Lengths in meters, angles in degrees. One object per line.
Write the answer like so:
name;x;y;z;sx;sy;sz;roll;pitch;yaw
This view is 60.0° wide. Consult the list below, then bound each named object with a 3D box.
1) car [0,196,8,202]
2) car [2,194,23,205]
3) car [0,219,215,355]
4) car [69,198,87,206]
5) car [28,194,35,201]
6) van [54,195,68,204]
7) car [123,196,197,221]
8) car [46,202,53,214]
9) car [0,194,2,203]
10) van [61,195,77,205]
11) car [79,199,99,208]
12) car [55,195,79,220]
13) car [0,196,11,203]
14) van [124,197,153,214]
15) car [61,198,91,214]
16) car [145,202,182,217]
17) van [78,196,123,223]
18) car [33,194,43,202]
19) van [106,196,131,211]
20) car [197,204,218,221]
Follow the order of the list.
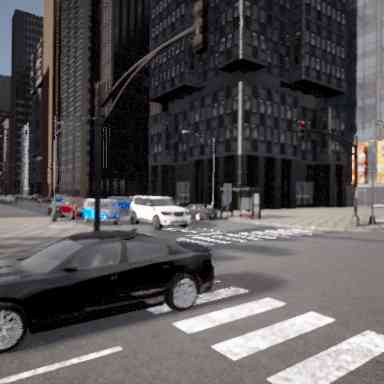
car;-42.808;1.599;74.693;1.947;1.339;4.313;1;0;-36
car;-32.913;1.584;60.829;2.008;1.369;4.403;1;0;-36
car;-1.847;1.506;6.238;5.008;1.535;1.882;1;0;-35
car;-19.380;1.713;56.540;1.802;1.307;4.206;1;0;-36
car;-39.166;1.447;84.270;2.192;1.841;5.009;1;0;-36
van;-25.974;1.472;65.785;1.690;1.788;3.998;1;0;-36
car;-2.317;1.294;22.546;2.150;2.045;5.566;1;0;-35
car;-13.125;1.619;33.102;1.802;1.307;4.206;1;0;-36
car;-36.210;1.473;65.451;1.967;1.590;4.097;1;0;-36
van;-22.676;1.472;61.163;1.690;1.788;3.998;1;0;-36
car;-16.082;1.713;51.919;1.802;1.307;4.206;1;0;-36
car;-9.824;1.355;28.482;2.192;1.841;5.009;1;0;-36
car;-39.410;1.559;69.933;1.752;1.417;4.829;1;0;-36
van;-6.185;1.476;38.057;1.690;1.788;3.998;1;0;-36
car;-13.238;1.543;37.857;1.882;1.535;5.008;1;0;-35
car;-2.889;1.721;33.434;1.802;1.307;4.206;1;0;-36
van;-6.527;1.386;23.861;1.690;1.788;3.998;1;0;-36
car;-22.567;1.377;51.092;1.895;1.301;4.718;1;0;-36
van;-9.483;1.474;42.678;1.690;1.788;3.998;1;0;-36
car;0.409;1.694;28.813;2.008;1.369;4.403;1;0;-36
